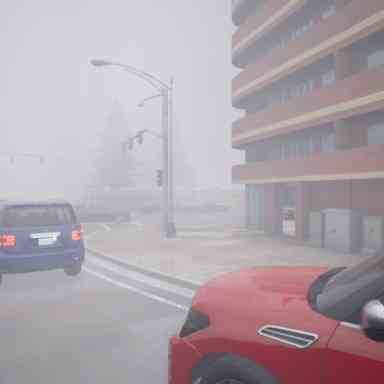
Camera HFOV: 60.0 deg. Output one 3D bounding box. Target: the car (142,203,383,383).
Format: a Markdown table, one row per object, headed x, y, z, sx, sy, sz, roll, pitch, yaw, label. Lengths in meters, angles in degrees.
| x | y | z | sx | sy | sz | roll | pitch | yaw | label |
| --- | --- | --- | --- | --- | --- | --- | --- | --- | --- |
| 2.408 | 1.222 | 2.408 | 5.566 | 2.045 | 2.150 | 0 | 0 | 36 | car |

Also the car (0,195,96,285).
| x | y | z | sx | sy | sz | roll | pitch | yaw | label |
| --- | --- | --- | --- | --- | --- | --- | --- | --- | --- |
| -4.908 | 1.221 | 9.748 | 2.150 | 2.045 | 5.566 | 0 | 0 | -36 | car |

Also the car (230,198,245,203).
| x | y | z | sx | sy | sz | roll | pitch | yaw | label |
| --- | --- | --- | --- | --- | --- | --- | --- | --- | --- |
| 5.158 | 1.532 | 39.694 | 5.008 | 1.535 | 1.882 | 0 | 0 | -23 | car |

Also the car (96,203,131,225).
| x | y | z | sx | sy | sz | roll | pitch | yaw | label |
| --- | --- | --- | --- | --- | --- | --- | --- | --- | --- |
| -6.702 | 1.525 | 23.137 | 4.902 | 1.511 | 2.128 | 1 | 0 | -23 | car |

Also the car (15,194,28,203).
| x | y | z | sx | sy | sz | roll | pitch | yaw | label |
| --- | --- | --- | --- | --- | --- | --- | --- | --- | --- |
| -35.581 | 1.352 | 69.312 | 2.097 | 1.767 | 4.553 | 0 | 0 | -23 | car |

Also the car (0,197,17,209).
| x | y | z | sx | sy | sz | roll | pitch | yaw | label |
| --- | --- | --- | --- | --- | --- | --- | --- | --- | --- |
| -25.725 | 1.523 | 46.489 | 1.812 | 1.442 | 4.674 | 0 | 0 | -23 | car |

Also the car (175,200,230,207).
| x | y | z | sx | sy | sz | roll | pitch | yaw | label |
| --- | --- | --- | --- | --- | --- | --- | --- | --- | --- |
| 1.101 | 1.655 | 34.202 | 4.718 | 1.301 | 1.895 | 0 | 0 | -23 | car |

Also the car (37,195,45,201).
| x | y | z | sx | sy | sz | roll | pitch | yaw | label |
| --- | --- | --- | --- | --- | --- | --- | --- | --- | --- |
| -37.369 | 1.474 | 82.403 | 1.882 | 1.535 | 5.008 | 0 | 0 | -23 | car |

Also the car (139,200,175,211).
| x | y | z | sx | sy | sz | roll | pitch | yaw | label |
| --- | --- | --- | --- | --- | --- | --- | --- | --- | --- |
| -3.360 | 1.580 | 36.109 | 4.674 | 1.442 | 1.812 | 0 | 0 | -23 | car |

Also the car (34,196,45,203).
| x | y | z | sx | sy | sz | roll | pitch | yaw | label |
| --- | --- | --- | --- | --- | --- | --- | --- | --- | --- |
| -33.326 | 1.537 | 72.936 | 2.033 | 1.411 | 5.357 | 0 | 0 | -23 | car |
